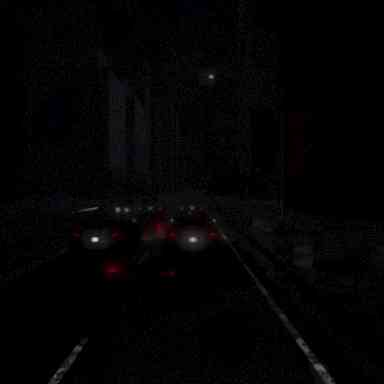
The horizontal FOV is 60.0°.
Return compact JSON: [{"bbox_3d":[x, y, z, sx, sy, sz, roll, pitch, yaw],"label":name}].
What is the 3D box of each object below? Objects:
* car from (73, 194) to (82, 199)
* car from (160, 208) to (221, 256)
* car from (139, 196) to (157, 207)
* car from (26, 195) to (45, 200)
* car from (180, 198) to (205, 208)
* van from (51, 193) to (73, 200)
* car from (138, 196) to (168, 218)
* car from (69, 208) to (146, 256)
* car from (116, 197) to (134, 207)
[{"bbox_3d":[-30.565,1.229,85.702,4.313,1.339,1.947,0,1,0],"label":"car"},{"bbox_3d":[0.045,1.544,13.034,1.994,1.385,4.181,0,0,0],"label":"car"},{"bbox_3d":[-6.602,1.395,50.149,2.128,1.511,4.902,0,0,0],"label":"car"},{"bbox_3d":[-36.218,1.341,77.180,4.206,1.307,1.802,0,1,0],"label":"car"},{"bbox_3d":[0.038,1.303,27.723,2.097,1.767,4.553,0,0,0],"label":"car"},{"bbox_3d":[-30.568,1.130,77.175,3.998,1.788,1.690,0,1,0],"label":"van"},{"bbox_3d":[-3.212,1.303,27.724,2.097,1.767,4.553,0,0,0],"label":"car"},{"bbox_3d":[-3.205,1.544,13.060,1.994,1.385,4.181,0,0,0],"label":"car"},{"bbox_3d":[-9.856,1.453,49.283,2.033,1.411,5.357,0,0,0],"label":"car"}]
